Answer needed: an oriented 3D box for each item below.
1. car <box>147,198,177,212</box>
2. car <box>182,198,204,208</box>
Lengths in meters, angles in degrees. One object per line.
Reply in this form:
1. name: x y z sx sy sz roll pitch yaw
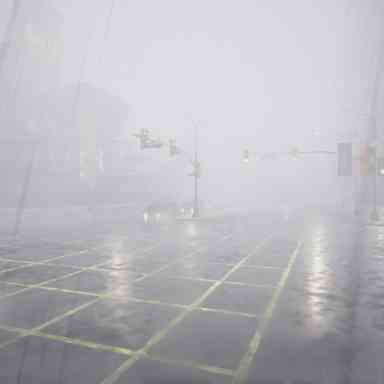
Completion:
1. car: -3.479 1.478 38.998 1.882 1.535 5.008 0 0 23
2. car: 0.158 1.601 48.543 1.895 1.301 4.718 0 0 21
